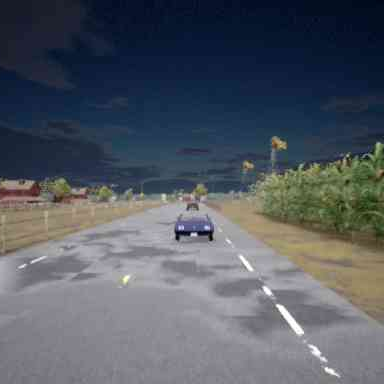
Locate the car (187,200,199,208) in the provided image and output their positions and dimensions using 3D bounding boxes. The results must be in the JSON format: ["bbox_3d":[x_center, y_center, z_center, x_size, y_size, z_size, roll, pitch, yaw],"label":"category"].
[{"bbox_3d":[0.106,2.089,53.292,1.837,1.490,4.892,0,0,0],"label":"car"}]

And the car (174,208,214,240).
[{"bbox_3d":[0.101,1.725,17.760,1.895,1.301,4.718,0,-1,0],"label":"car"}]
